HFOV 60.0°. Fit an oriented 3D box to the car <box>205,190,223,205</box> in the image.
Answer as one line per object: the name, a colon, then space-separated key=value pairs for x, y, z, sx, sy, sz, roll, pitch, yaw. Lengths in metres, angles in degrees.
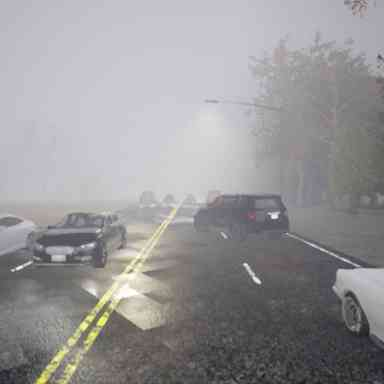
car: x=3.064 y=0.758 z=47.386 sx=2.150 sy=2.045 sz=5.566 roll=1 pitch=-1 yaw=0

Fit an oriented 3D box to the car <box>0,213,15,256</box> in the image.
car: x=-6.642 y=1.426 z=10.639 sx=1.812 sy=1.442 sz=4.674 roll=0 pitch=1 yaw=0

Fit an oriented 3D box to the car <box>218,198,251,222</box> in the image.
car: x=3.129 y=1.256 z=25.349 sx=1.837 sy=1.490 sz=4.892 roll=-1 pitch=1 yaw=0

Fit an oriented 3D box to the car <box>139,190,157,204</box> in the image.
car: x=-6.803 y=0.751 z=51.979 sx=2.150 sy=2.045 sz=5.566 roll=0 pitch=1 yaw=0

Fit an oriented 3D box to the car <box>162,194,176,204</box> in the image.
car: x=-3.552 y=1.029 z=52.441 sx=1.837 sy=1.490 sz=4.892 roll=0 pitch=1 yaw=0

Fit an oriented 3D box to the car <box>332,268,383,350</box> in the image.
car: x=3.252 y=1.541 z=3.374 sx=1.895 sy=1.301 sz=4.718 roll=1 pitch=2 yaw=0

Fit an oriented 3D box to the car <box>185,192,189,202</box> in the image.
car: x=-0.243 y=1.027 z=57.776 sx=2.033 sy=1.411 sz=5.357 roll=0 pitch=1 yaw=0

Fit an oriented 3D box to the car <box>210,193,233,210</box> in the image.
car: x=3.104 y=0.994 z=36.327 sx=2.097 sy=1.767 sz=4.553 roll=0 pitch=-1 yaw=0

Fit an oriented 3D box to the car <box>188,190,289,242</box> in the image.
car: x=2.148 y=1.078 z=15.910 sx=2.150 sy=2.045 sz=5.566 roll=-1 pitch=1 yaw=-26

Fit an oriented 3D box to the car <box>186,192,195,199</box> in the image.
car: x=-0.344 y=0.779 z=79.819 sx=2.128 sy=1.511 sz=4.902 roll=0 pitch=0 yaw=0

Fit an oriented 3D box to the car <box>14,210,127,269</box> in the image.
car: x=-3.393 y=1.390 z=10.881 sx=2.128 sy=1.511 sz=4.902 roll=0 pitch=1 yaw=0
